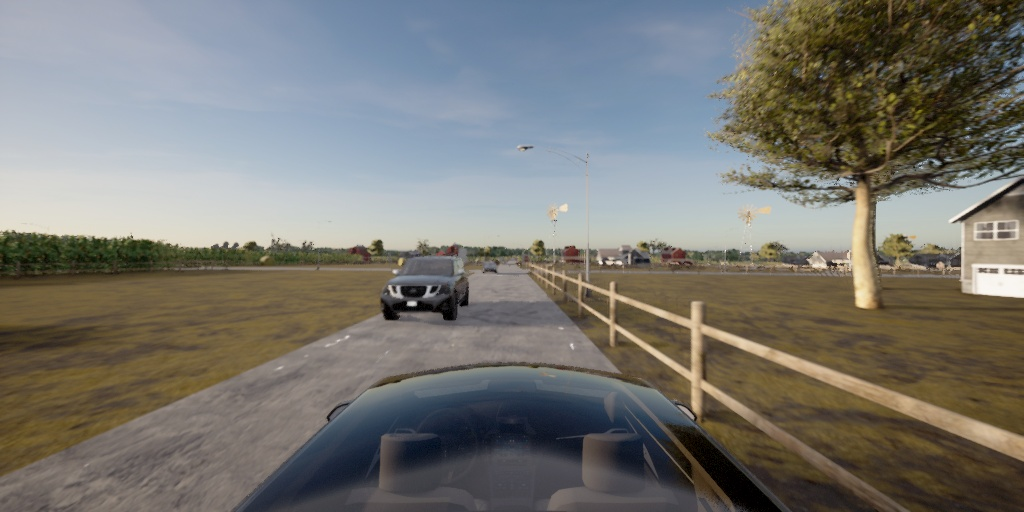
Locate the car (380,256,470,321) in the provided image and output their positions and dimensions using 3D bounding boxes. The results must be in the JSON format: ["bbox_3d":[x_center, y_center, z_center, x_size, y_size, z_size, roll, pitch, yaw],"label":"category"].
[{"bbox_3d":[-2.844,1.013,13.009,2.150,2.045,5.566,0,0,0],"label":"car"}]

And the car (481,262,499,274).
[{"bbox_3d":[-2.771,1.526,46.092,1.837,1.490,4.892,0,-1,0],"label":"car"}]
